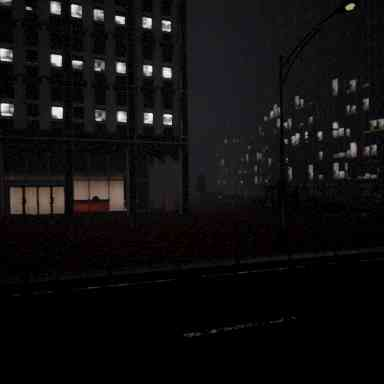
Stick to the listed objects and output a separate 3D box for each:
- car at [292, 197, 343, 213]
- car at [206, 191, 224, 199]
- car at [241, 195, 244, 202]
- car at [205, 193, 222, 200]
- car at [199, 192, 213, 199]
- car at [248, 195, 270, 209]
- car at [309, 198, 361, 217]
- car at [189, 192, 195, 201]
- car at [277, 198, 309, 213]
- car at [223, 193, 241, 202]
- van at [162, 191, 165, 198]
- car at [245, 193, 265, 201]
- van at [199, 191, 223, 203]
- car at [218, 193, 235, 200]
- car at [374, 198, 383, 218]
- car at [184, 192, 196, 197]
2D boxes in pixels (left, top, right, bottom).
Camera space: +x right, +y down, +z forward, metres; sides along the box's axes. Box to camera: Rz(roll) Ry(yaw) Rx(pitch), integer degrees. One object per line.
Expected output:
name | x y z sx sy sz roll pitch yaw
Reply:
car | 13.321 1.328 35.739 2.033 1.411 5.357 -1 1 -20
car | 5.193 0.643 74.955 2.192 1.841 5.009 0 1 -20
car | 11.033 1.068 58.938 1.802 1.307 4.206 0 1 -20
car | 4.380 0.938 69.607 1.812 1.442 4.674 -1 1 -20
car | 3.247 0.715 80.296 1.967 1.590 4.097 0 1 -20
car | 8.948 1.338 40.033 1.947 1.339 4.313 0 1 -20
car | 12.769 1.441 29.326 1.947 1.339 4.313 0 1 -20
car | -0.733 1.062 66.749 2.008 1.369 4.403 0 1 -20
car | 10.839 1.406 34.674 1.802 1.307 4.206 0 1 -20
car | 7.817 1.032 60.179 1.812 1.442 4.674 -1 1 -20
van | -6.572 0.693 82.767 1.690 1.788 3.998 0 1 -20
car | 9.794 1.235 45.430 2.033 1.411 5.357 -1 1 -20
van | 3.159 0.958 56.067 1.690 1.788 3.998 0 1 -20
car | 7.141 0.963 69.618 1.802 1.307 4.206 0 1 -20
car | 16.851 1.224 26.095 2.097 1.767 4.553 -1 1 -21
car | -0.645 0.719 90.977 2.008 1.369 4.403 0 1 -20
